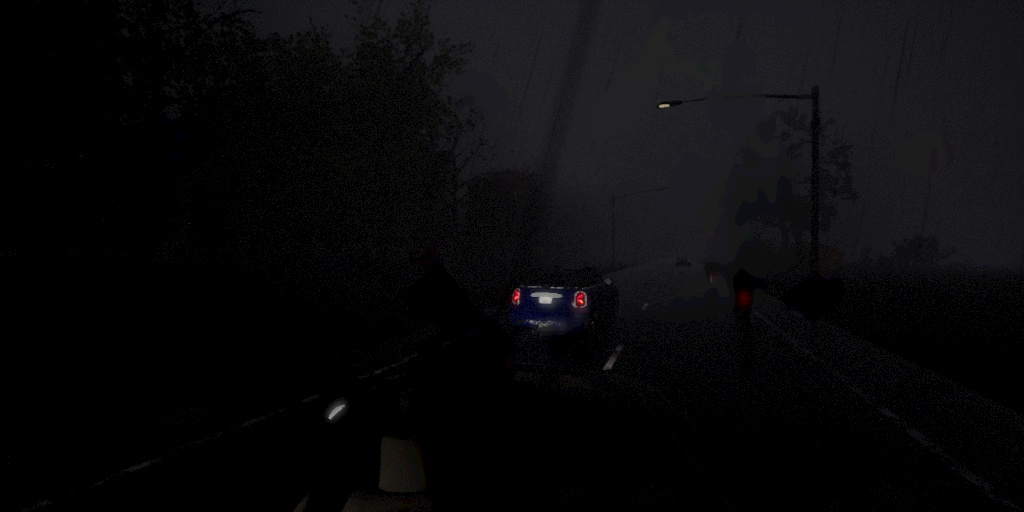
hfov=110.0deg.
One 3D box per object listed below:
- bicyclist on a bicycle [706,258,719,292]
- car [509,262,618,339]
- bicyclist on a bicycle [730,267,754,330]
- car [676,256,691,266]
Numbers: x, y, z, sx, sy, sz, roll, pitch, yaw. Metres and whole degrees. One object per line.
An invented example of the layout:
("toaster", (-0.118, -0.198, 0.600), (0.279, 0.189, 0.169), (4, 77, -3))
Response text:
("bicyclist on a bicycle", (10.305, 0.959, 18.453), (0.659, 1.776, 1.843), (0, 1, 25))
("car", (1.687, 1.027, 10.236), (2.097, 1.767, 4.553), (0, 1, 25))
("bicyclist on a bicycle", (6.259, 1.122, 9.721), (0.582, 1.620, 1.656), (0, 0, 25))
("car", (25.805, 0.825, 53.980), (1.994, 1.385, 4.181), (0, 0, 25))
